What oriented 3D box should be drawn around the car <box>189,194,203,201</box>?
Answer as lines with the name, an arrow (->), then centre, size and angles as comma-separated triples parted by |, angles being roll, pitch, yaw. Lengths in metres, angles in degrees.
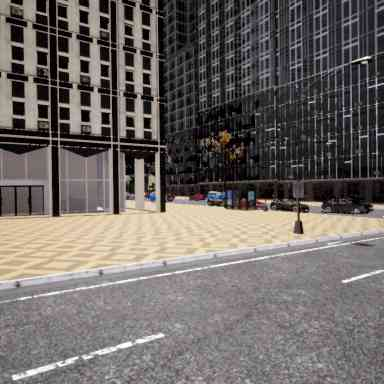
car -> 1.023, 1.042, 63.112 | 1.802, 1.307, 4.206 | -1, 1, -35

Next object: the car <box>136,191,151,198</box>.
car -> -11.890, 0.684, 81.822 | 1.967, 1.590, 4.097 | 0, 1, -35

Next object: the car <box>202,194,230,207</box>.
car -> 3.764, 1.318, 44.291 | 1.947, 1.339, 4.313 | -1, 1, -35

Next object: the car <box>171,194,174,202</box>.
car -> -5.168, 1.041, 62.043 | 1.837, 1.490, 4.892 | -1, 1, -34

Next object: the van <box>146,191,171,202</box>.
van -> -5.875, 0.936, 58.351 | 1.690, 1.788, 3.998 | 0, 1, -35

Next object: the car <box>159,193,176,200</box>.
car -> -5.434, 0.934, 72.468 | 1.802, 1.307, 4.206 | 0, 1, -35

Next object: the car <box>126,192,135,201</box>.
car -> -12.332, 1.038, 67.710 | 2.008, 1.369, 4.403 | 0, 1, -35

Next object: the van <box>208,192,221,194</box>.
van -> 4.250, 0.854, 58.431 | 1.690, 1.788, 3.998 | -1, 1, -35

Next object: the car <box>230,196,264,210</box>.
car -> 6.944, 1.387, 39.581 | 1.802, 1.307, 4.206 | -1, 1, -35

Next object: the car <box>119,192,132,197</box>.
car -> -18.346, 0.687, 91.179 | 2.008, 1.369, 4.403 | 0, 1, -35

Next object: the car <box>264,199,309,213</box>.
car -> 10.158, 1.423, 34.891 | 1.947, 1.339, 4.313 | -1, 1, -35

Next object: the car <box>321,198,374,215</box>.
car -> 15.130, 1.361, 32.498 | 1.837, 1.490, 4.892 | -1, 1, -35

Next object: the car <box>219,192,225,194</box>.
car -> 6.235, 1.214, 45.363 | 1.837, 1.490, 4.892 | -1, 3, -34

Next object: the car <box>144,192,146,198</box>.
car -> -8.662, 0.613, 77.143 | 2.192, 1.841, 5.009 | 0, 1, -35
